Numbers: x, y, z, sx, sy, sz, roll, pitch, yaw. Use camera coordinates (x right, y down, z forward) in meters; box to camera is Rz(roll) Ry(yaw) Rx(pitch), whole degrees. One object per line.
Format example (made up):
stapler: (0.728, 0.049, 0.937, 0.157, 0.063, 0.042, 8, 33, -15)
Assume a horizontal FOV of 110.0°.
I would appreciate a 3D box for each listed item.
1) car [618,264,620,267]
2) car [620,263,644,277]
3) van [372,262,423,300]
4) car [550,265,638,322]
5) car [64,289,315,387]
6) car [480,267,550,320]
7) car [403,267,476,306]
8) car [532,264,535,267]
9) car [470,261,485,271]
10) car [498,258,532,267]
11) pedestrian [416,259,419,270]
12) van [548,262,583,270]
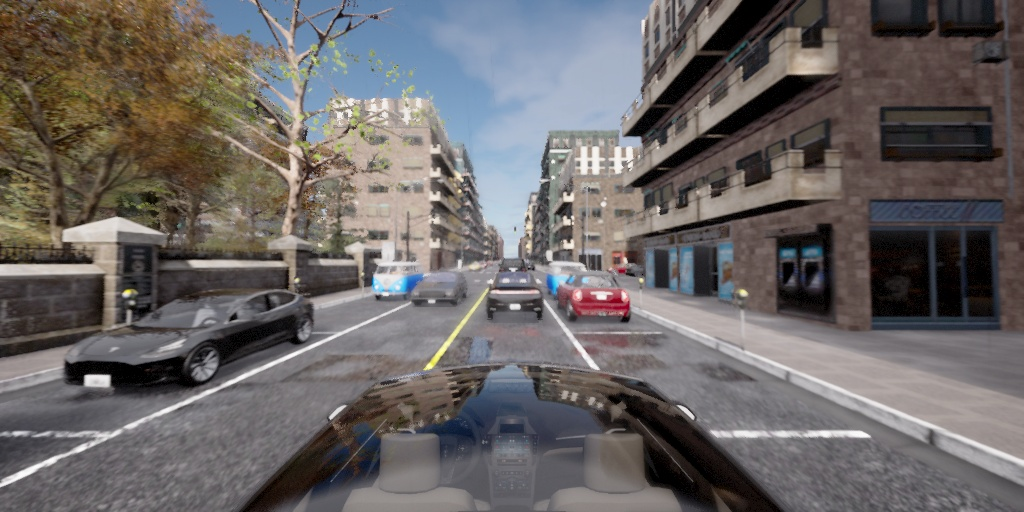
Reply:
car: (13.627, 1.622, 44.242, 4.097, 1.591, 1.967, 0, 0, 1)
car: (13.526, 1.546, 35.865, 4.313, 1.339, 1.948, 0, 0, 1)
van: (-5.660, 1.196, 18.128, 1.690, 1.789, 3.998, 0, 0, 0)
car: (2.658, 1.260, 12.605, 1.967, 1.591, 4.097, 0, 0, 0)
car: (-5.674, 1.350, 7.080, 1.948, 1.339, 4.313, 0, 0, 0)
car: (0.097, 1.312, 13.008, 2.128, 1.511, 4.902, 0, -1, 0)
car: (-3.093, 1.392, 16.524, 2.033, 1.411, 5.357, 0, 0, 0)
car: (2.678, 1.666, 56.074, 1.948, 1.339, 4.313, 0, 0, 0)
car: (-5.702, 1.626, 55.901, 1.751, 1.417, 4.829, 0, 0, 0)
car: (0.095, 1.136, 27.241, 2.150, 2.045, 5.566, 0, 0, 0)
pedestrian: (-12.550, 1.251, 47.518, 0.375, 1.860, 0.375, 0, -2, 1)
van: (2.655, 1.196, 18.128, 1.690, 1.789, 3.998, 0, 0, 0)
